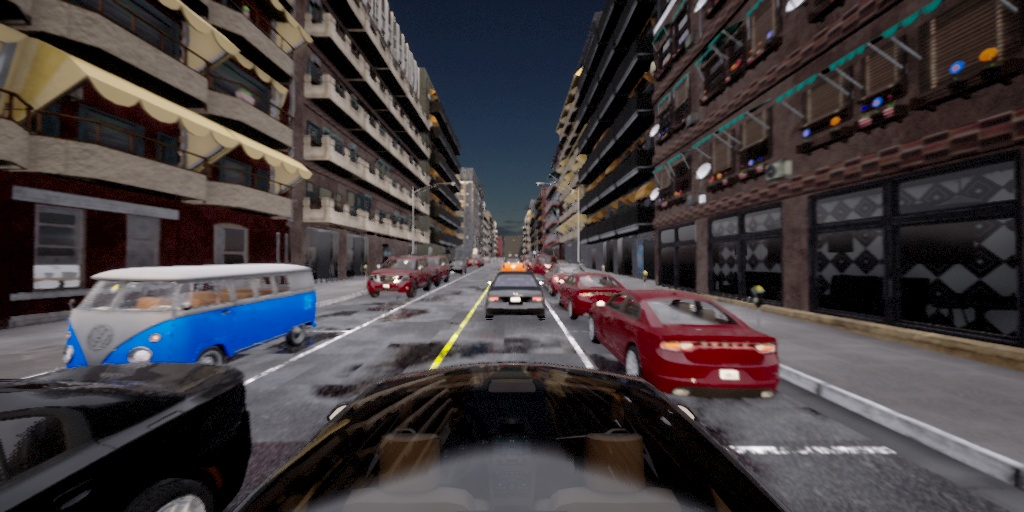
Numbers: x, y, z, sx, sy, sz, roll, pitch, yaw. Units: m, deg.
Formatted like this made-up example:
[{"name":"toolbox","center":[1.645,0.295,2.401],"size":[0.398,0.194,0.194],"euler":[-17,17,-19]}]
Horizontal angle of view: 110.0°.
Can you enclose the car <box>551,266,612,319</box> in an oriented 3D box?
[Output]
[{"name":"car","center":[2.575,1.207,12.021],"size":[1.888,1.381,4.507],"euler":[0,0,0]}]

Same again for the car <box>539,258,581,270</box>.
[{"name":"car","center":[2.586,1.056,17.553],"size":[1.967,1.591,4.097],"euler":[0,0,0]}]

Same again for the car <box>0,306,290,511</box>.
[{"name":"car","center":[-2.849,1.237,0.538],"size":[1.882,1.535,5.008],"euler":[0,1,0]}]

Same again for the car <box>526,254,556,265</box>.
[{"name":"car","center":[2.552,0.841,28.614],"size":[2.192,1.841,5.009],"euler":[0,0,0]}]

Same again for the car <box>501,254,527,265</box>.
[{"name":"car","center":[0.121,0.861,30.724],"size":[2.097,1.767,4.553],"euler":[0,0,0]}]

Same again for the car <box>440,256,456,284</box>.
[{"name":"car","center":[-5.300,0.881,23.149],"size":[2.192,1.841,5.009],"euler":[0,0,0]}]

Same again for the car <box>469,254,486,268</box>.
[{"name":"car","center":[-5.280,0.681,50.799],"size":[2.192,1.841,5.009],"euler":[0,0,0]}]

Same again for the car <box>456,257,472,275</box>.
[{"name":"car","center":[-5.292,1.046,34.210],"size":[1.948,1.339,4.313],"euler":[0,0,0]}]

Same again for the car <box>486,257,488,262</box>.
[{"name":"car","center":[-5.277,0.878,56.330],"size":[1.888,1.381,4.507],"euler":[0,0,0]}]

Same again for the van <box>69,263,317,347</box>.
[{"name":"van","center":[-5.312,1.046,6.559],"size":[1.690,1.789,3.998],"euler":[0,0,0]}]

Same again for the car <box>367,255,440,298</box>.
[{"name":"car","center":[-5.304,0.926,17.619],"size":[2.192,1.841,5.009],"euler":[0,0,0]}]

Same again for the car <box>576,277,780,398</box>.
[{"name":"car","center":[2.571,1.254,6.492],"size":[1.888,1.381,4.507],"euler":[0,0,0]}]

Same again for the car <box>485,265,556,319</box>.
[{"name":"car","center":[0.109,1.206,12.259],"size":[2.033,1.411,5.357],"euler":[0,0,0]}]
